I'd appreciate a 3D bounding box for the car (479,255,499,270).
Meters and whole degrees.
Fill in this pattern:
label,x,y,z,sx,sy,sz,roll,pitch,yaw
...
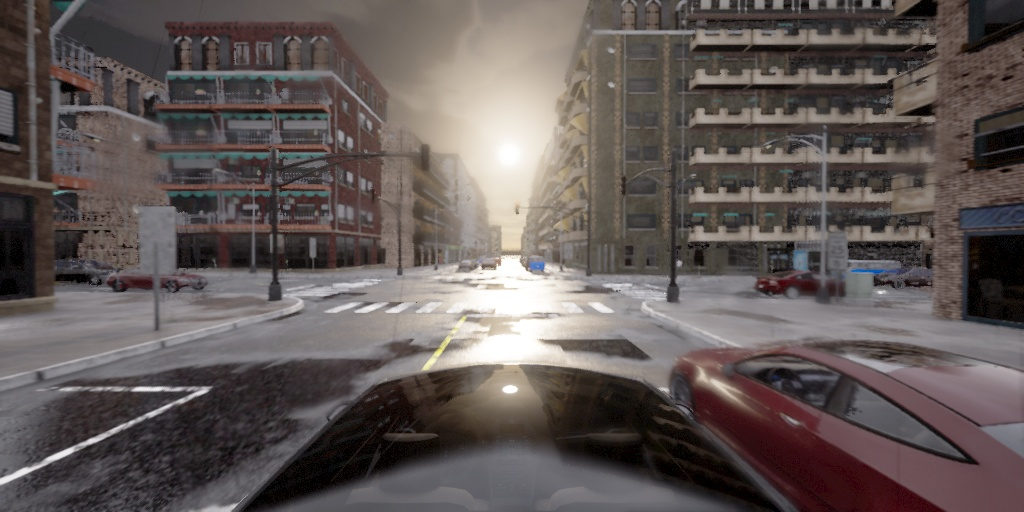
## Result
label,x,y,z,sx,sy,sz,roll,pitch,yaw
car,-3.090,1.019,48.069,1.882,1.535,5.008,0,0,0

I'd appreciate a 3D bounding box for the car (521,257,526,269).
label,x,y,z,sx,sy,sz,roll,pitch,yaw
car,2.715,0.863,46.230,2.192,1.841,5.009,0,0,0

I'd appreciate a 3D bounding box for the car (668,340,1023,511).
label,x,y,z,sx,sy,sz,roll,pitch,yaw
car,2.798,1.326,2.834,1.802,1.307,4.207,0,0,0

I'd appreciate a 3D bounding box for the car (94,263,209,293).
label,x,y,z,sx,sy,sz,roll,pitch,yaw
car,-17.747,1.129,18.011,4.207,1.307,1.802,0,0,0

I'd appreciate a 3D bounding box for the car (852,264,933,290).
label,x,y,z,sx,sy,sz,roll,pitch,yaw
car,26.348,1.461,23.737,5.357,1.411,2.033,1,1,0

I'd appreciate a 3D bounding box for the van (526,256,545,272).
label,x,y,z,sx,sy,sz,roll,pitch,yaw
van,2.805,0.908,40.734,1.690,1.789,3.998,0,0,0

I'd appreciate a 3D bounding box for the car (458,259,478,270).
label,x,y,z,sx,sy,sz,roll,pitch,yaw
car,-5.852,1.130,46.278,1.802,1.307,4.207,0,0,0

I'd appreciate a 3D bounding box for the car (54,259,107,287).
label,x,y,z,sx,sy,sz,roll,pitch,yaw
car,-24.626,0.943,20.698,4.902,1.511,2.128,1,1,0

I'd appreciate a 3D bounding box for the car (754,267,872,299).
label,x,y,z,sx,sy,sz,roll,pitch,yaw
car,14.706,1.414,17.964,4.507,1.381,1.888,0,0,0

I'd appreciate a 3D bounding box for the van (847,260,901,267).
label,x,y,z,sx,sy,sz,roll,pitch,yaw
van,26.088,1.216,26.317,3.998,1.789,1.690,0,0,0
